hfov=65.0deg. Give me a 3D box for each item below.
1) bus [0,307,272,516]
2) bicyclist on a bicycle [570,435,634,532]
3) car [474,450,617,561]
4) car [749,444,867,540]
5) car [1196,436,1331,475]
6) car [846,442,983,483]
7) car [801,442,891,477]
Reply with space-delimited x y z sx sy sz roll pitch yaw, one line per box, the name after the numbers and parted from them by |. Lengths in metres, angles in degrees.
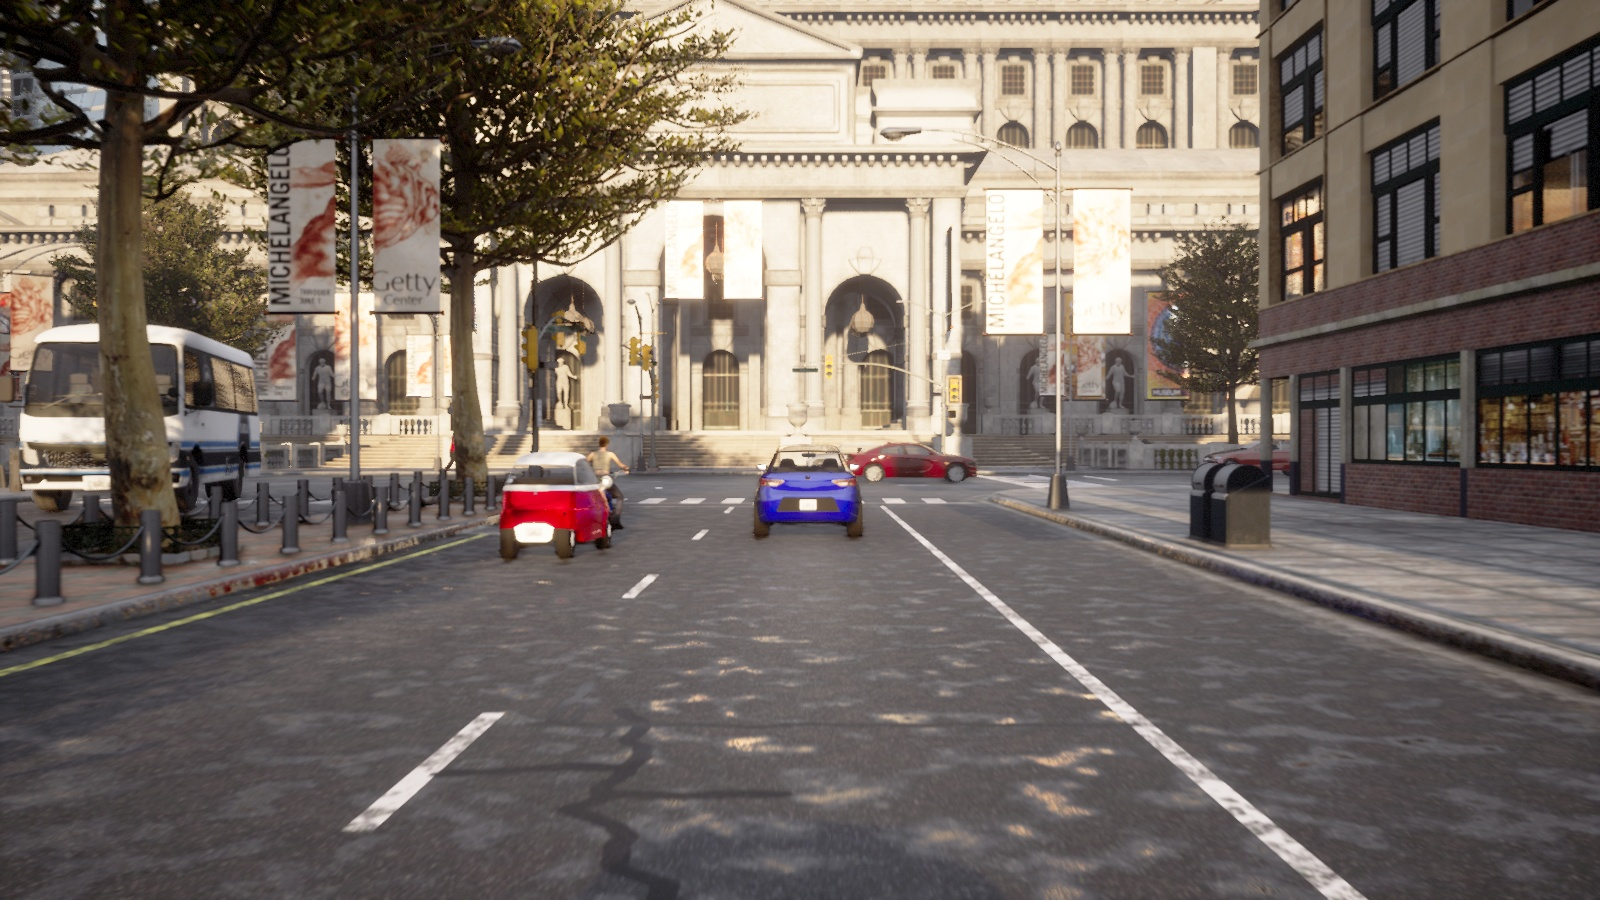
-15.965 -0.817 30.871 3.944 4.253 10.273 0 0 -14 | bus
-3.413 0.557 21.795 0.866 1.612 1.509 0 0 0 | bicyclist on a bicycle
-3.388 0.703 17.028 1.481 1.376 2.207 0 1 0 | car
0.137 0.639 21.425 1.816 1.474 4.193 0 0 0 | car
19.962 0.235 54.257 5.027 1.651 2.152 0 0 1 | car
4.276 0.460 47.410 5.008 1.535 1.882 0 0 1 | car
1.964 0.407 54.432 3.806 1.475 1.970 0 0 1 | car
